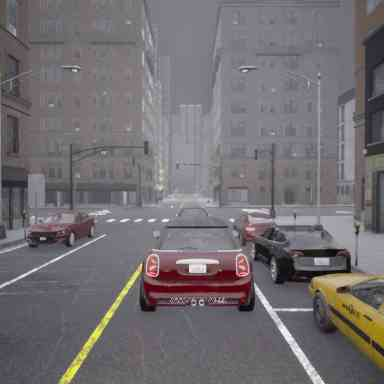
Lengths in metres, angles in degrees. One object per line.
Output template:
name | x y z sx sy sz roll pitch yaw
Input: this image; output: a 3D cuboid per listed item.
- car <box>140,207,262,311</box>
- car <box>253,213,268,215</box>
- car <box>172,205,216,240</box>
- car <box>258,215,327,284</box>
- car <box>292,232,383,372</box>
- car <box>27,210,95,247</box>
car | 0.088 1.350 7.893 2.097 1.767 4.553 0 0 0
car | 2.842 1.577 14.974 1.802 1.307 4.206 -1 0 0
car | 0.068 1.542 18.131 2.033 1.411 5.357 0 0 0
car | 2.851 1.563 9.388 1.947 1.339 4.313 -1 0 0
car | 2.859 1.524 3.972 1.752 1.417 4.829 -1 0 0
car | -5.704 1.540 14.957 1.887 1.381 4.507 -1 0 0
